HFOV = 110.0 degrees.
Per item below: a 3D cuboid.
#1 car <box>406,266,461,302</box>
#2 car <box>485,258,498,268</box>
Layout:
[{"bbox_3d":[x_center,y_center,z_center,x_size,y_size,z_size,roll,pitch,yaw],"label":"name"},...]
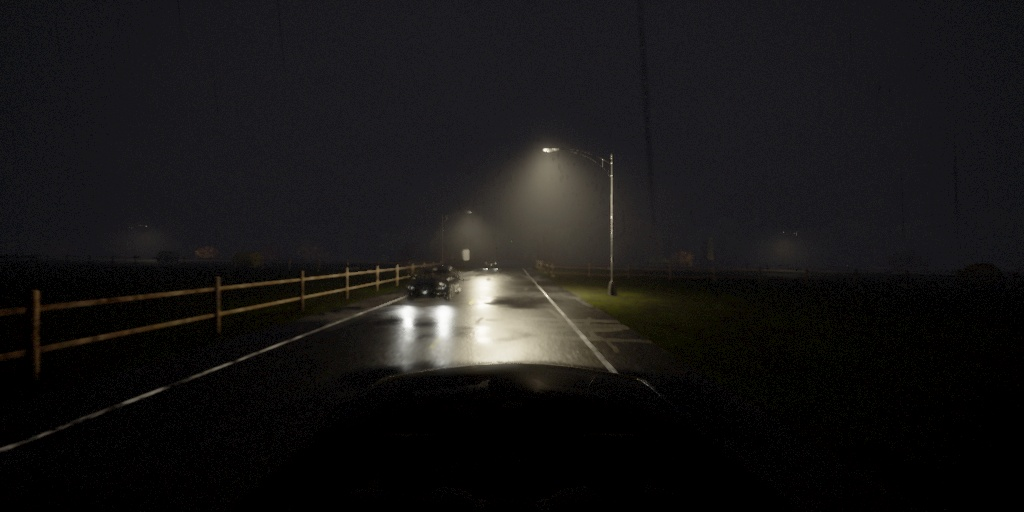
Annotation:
[{"bbox_3d":[-3.594,1.262,17.192,1.837,1.490,4.892,0,0,0],"label":"car"},{"bbox_3d":[-3.485,1.204,61.031,2.097,1.767,4.553,0,0,0],"label":"car"}]
